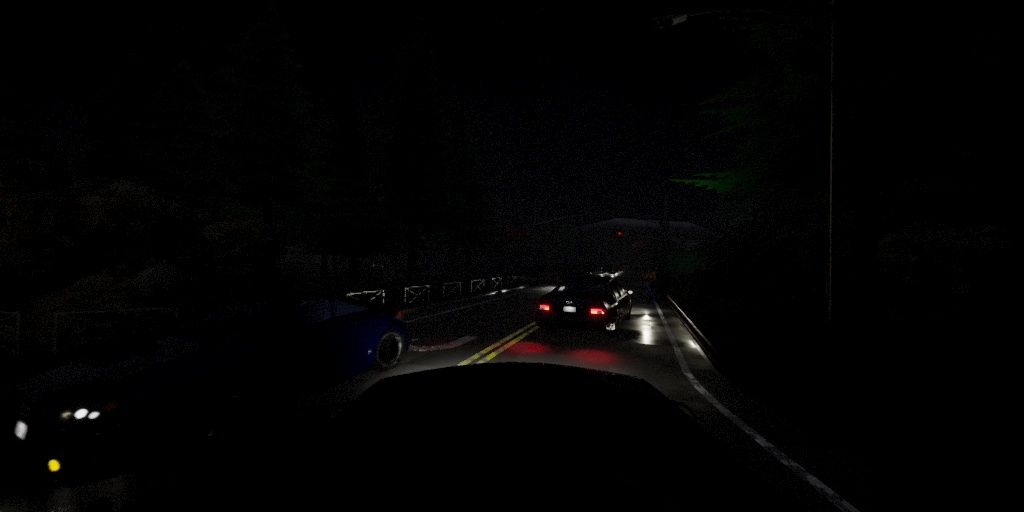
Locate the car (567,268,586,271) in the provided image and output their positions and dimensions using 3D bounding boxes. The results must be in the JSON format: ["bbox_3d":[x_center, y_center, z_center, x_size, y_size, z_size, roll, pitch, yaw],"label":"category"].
[{"bbox_3d":[4.959,1.586,27.603,1.994,1.385,4.181,1,-1,21],"label":"car"}]

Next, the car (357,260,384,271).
[{"bbox_3d":[-20.184,1.363,50.170,4.553,1.767,2.097,1,-1,22],"label":"car"}]

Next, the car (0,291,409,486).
[{"bbox_3d":[-3.415,1.226,4.909,1.994,1.385,4.181,1,4,26],"label":"car"}]

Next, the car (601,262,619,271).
[{"bbox_3d":[15.578,1.989,57.917,2.097,1.767,4.553,1,-1,20],"label":"car"}]

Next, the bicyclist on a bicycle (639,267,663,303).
[{"bbox_3d":[6.417,1.351,16.487,1.656,1.620,0.582,1,-1,-31],"label":"bicyclist on a bicycle"}]

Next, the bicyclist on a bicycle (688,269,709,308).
[{"bbox_3d":[7.863,1.363,15.105,1.656,1.620,0.582,1,-1,-34],"label":"bicyclist on a bicycle"}]

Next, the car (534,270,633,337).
[{"bbox_3d":[2.296,1.283,10.277,2.033,1.411,5.357,1,-1,24],"label":"car"}]

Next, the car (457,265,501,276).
[{"bbox_3d":[-4.130,1.785,44.268,5.357,1.411,2.033,1,-1,20],"label":"car"}]
